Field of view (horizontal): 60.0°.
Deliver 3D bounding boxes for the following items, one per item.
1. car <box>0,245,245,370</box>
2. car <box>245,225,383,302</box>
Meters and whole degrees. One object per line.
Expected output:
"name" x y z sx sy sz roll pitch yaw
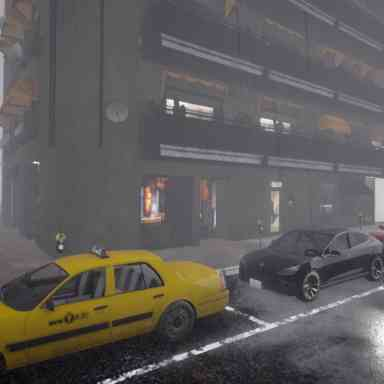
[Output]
"car" -1.638 1.526 4.915 4.829 1.417 1.752 0 1 -35
"car" 3.125 1.567 8.297 4.313 1.339 1.947 0 1 -35
